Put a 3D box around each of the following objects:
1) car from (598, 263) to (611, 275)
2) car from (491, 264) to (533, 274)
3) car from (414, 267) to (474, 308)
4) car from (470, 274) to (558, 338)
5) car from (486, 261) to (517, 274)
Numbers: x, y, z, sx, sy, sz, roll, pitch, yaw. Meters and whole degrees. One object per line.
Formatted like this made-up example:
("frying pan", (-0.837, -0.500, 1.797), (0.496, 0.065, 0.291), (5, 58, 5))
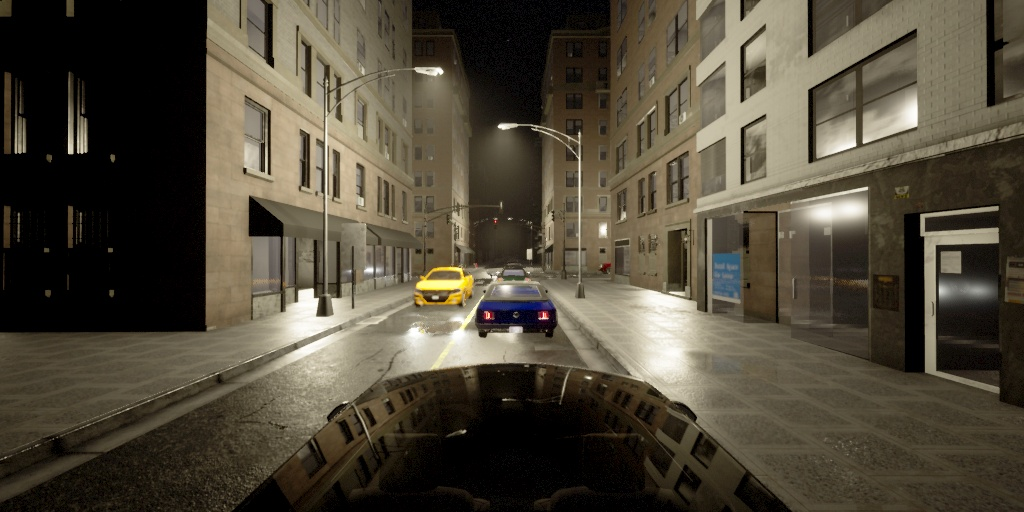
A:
("car", (12.255, 1.103, 39.970), (5.009, 1.841, 2.192), (0, 0, 0))
("car", (0.092, 1.321, 20.073), (1.994, 1.385, 4.181), (0, 0, 0))
("car", (-2.756, 1.231, 15.395), (1.882, 1.535, 5.008), (0, 0, 0))
("car", (0.099, 1.352, 10.184), (1.895, 1.301, 4.718), (0, 0, 0))
("car", (-0.202, 1.373, 33.709), (1.895, 1.301, 4.718), (0, 0, 44))
